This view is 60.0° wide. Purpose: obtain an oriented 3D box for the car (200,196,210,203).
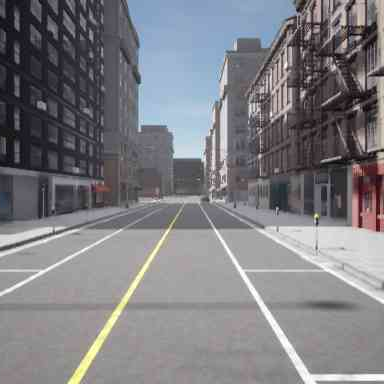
[{"bbox_3d":[2.750,1.517,70.056,1.837,1.490,4.892,0,0,0],"label":"car"}]
